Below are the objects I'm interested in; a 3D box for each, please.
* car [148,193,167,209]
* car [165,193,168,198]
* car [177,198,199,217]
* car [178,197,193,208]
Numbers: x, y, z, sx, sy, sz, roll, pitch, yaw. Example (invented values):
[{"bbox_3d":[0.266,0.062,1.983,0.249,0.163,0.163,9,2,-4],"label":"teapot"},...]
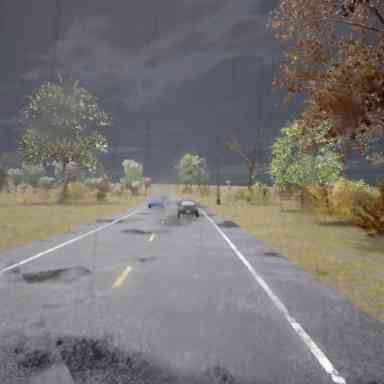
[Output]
[{"bbox_3d":[-4.550,1.287,42.288,1.882,1.535,5.008,0,0,-2],"label":"car"},{"bbox_3d":[-6.938,1.058,81.374,1.882,1.535,5.008,0,0,-5],"label":"car"},{"bbox_3d":[-0.375,1.399,29.090,1.812,1.442,4.674,0,0,-2],"label":"car"},{"bbox_3d":[-0.944,1.397,44.169,1.895,1.301,4.718,0,0,-3],"label":"car"}]
